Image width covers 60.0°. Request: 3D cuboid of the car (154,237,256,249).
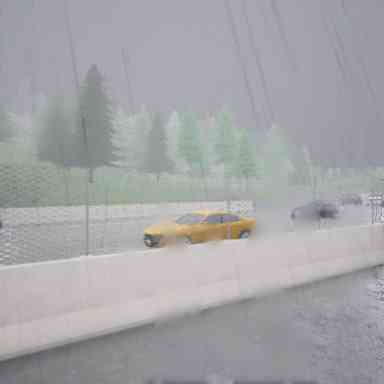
[{"bbox_3d":[0.447,1.479,13.195,5.008,1.535,1.882,0,0,-38],"label":"car"}]
